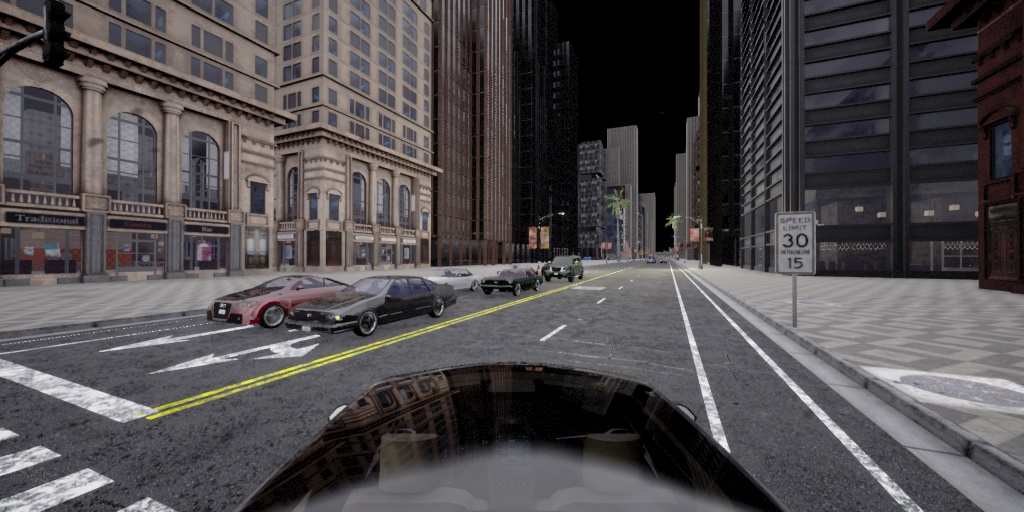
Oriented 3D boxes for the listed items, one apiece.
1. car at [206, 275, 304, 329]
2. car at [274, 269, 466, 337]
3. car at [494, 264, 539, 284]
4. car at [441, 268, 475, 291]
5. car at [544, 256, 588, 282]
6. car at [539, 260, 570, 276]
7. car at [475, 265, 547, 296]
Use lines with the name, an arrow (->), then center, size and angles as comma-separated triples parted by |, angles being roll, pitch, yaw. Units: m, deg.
car -> -6.972, 1.316, 11.433 | 1.994, 1.385, 4.181 | 0, 0, 24
car -> -3.721, 1.299, 10.770 | 2.033, 1.411, 5.357 | 0, 0, 24
car -> 0.495, 1.364, 28.602 | 1.895, 1.301, 4.718 | 0, 0, 24
car -> -3.481, 1.357, 19.468 | 1.895, 1.301, 4.718 | 0, 0, 24
car -> 4.376, 0.987, 29.369 | 2.150, 2.045, 5.566 | 0, 0, 23
car -> 4.601, 1.251, 37.946 | 1.882, 1.535, 5.008 | 0, 0, 24
car -> 0.105, 1.358, 19.562 | 1.895, 1.301, 4.718 | 0, 0, 24
